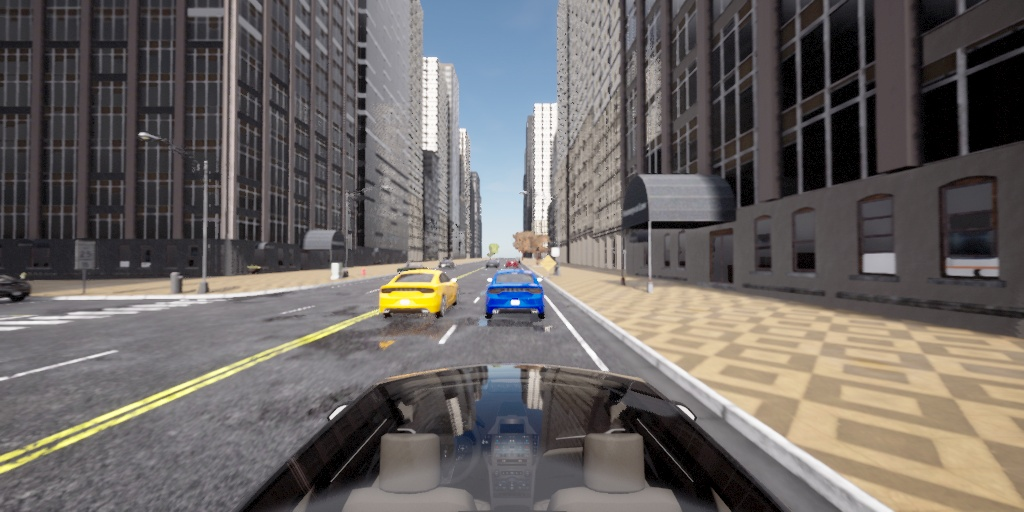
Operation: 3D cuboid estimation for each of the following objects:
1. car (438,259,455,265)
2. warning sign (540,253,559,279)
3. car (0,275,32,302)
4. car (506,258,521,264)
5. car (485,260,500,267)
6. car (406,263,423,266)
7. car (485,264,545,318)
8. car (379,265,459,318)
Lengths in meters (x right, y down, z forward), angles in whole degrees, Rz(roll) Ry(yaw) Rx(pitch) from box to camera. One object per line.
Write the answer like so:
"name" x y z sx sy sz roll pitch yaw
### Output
"car" -9.779 1.220 53.728 2.128 1.511 4.902 0 0 0
"warning sign" 2.863 0.854 28.235 1.300 1.860 1.060 0 0 0
"car" -25.657 1.571 16.979 4.403 1.370 2.007 0 0 -1
"car" 0.027 1.078 58.023 2.097 1.767 4.553 0 0 0
"car" -3.223 1.290 58.055 1.994 1.385 4.181 0 0 0
"car" -9.828 1.336 35.432 1.895 1.301 4.718 0 0 0
"car" 0.099 1.229 13.022 1.882 1.535 5.008 0 0 0
"car" -3.150 1.242 13.033 1.882 1.535 5.008 0 -1 0
